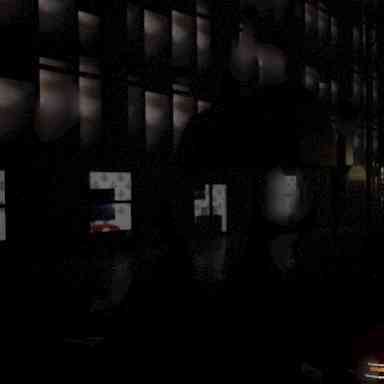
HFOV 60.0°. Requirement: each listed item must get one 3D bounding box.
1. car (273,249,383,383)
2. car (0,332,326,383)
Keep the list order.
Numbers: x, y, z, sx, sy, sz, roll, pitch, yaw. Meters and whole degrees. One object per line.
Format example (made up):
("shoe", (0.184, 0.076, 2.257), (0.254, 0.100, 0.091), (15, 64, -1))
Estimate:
("car", (3.008, 1.514, 4.578), (4.507, 1.381, 1.887), (0, 0, -35))
("car", (-1.628, 1.570, 1.289), (4.313, 1.339, 1.947), (0, 0, -35))
